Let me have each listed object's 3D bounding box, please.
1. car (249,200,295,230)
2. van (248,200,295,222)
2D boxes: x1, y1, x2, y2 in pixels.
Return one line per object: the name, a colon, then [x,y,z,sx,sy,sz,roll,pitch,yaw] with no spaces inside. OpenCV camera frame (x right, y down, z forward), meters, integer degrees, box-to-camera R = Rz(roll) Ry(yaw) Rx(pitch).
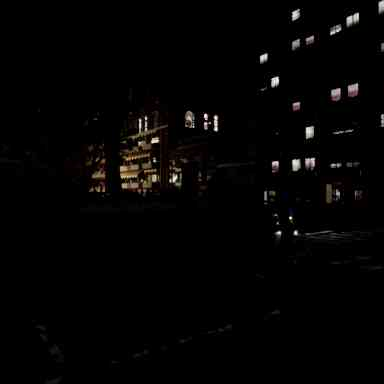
car: [4.937,1.605,23.434,2.097,1.767,4.553,0,-1,-36]
van: [7.155,1.642,30.201,1.690,1.788,3.998,-1,0,-36]
